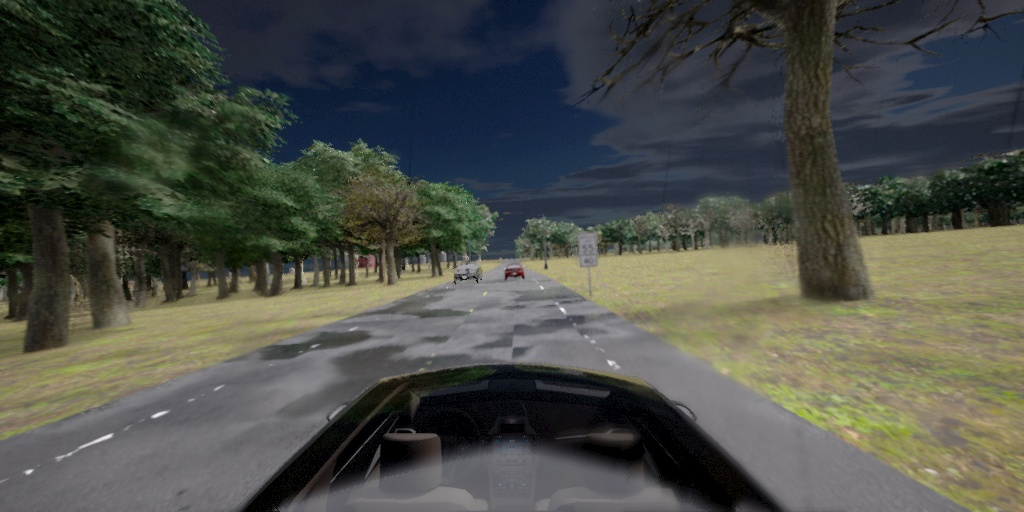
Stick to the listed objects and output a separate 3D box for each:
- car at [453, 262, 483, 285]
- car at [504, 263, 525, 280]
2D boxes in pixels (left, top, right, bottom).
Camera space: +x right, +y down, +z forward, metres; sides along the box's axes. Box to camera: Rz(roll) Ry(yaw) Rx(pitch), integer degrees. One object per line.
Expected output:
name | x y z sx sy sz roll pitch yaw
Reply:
car | -3.334 1.251 27.796 1.882 1.535 5.008 -3 -1 0
car | 0.252 1.478 35.362 1.882 1.535 5.008 -3 -1 1
